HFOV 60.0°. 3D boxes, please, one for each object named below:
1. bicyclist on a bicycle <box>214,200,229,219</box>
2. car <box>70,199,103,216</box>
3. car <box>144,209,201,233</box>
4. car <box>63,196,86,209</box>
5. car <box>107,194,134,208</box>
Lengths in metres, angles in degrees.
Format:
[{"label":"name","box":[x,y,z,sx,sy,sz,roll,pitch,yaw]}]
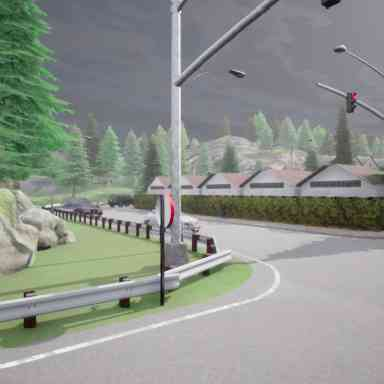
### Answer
[{"label":"bicyclist on a bicycle","box":[2.525,1.494,28.091,1.656,1.620,0.582,0,0,-35]},{"label":"car","box":[-10.588,1.756,33.929,1.994,1.385,4.181,0,0,-34]},{"label":"car","box":[-1.349,1.717,20.577,1.812,1.442,4.674,0,0,-35]},{"label":"car","box":[-16.664,1.529,48.073,2.097,1.767,4.553,0,0,9]},{"label":"car","box":[-10.955,1.398,53.198,2.150,2.045,5.566,0,0,33]}]
